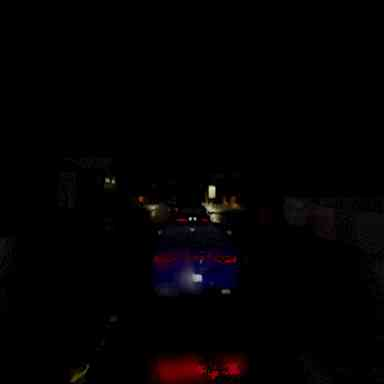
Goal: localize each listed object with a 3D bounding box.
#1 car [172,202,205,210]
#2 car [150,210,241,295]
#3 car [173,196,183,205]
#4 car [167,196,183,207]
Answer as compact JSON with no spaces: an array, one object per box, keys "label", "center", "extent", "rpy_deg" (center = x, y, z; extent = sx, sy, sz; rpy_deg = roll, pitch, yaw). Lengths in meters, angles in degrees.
[{"label":"car","center":[0.031,1.497,17.999],"extent":[1.837,1.490,4.892],"rpy_deg":[0,0,0]},{"label":"car","center":[0.075,1.467,8.733],"extent":[1.882,1.535,5.008],"rpy_deg":[0,0,0]},{"label":"car","center":[-2.898,1.606,67.621],"extent":[2.097,1.767,4.553],"rpy_deg":[0,-1,-3]},{"label":"car","center":[-2.870,1.605,52.170],"extent":[2.128,1.511,4.902],"rpy_deg":[0,0,0]}]
